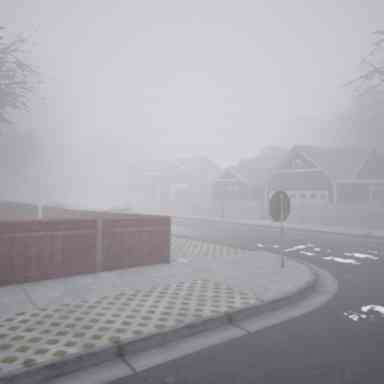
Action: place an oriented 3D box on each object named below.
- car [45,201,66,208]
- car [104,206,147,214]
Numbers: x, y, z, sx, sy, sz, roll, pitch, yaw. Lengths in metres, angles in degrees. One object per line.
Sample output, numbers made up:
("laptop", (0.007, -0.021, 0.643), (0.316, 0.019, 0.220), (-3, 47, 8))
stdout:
("car", (-18.586, 1.895, 45.290), (1.895, 1.301, 4.718), (-1, 1, -35))
("car", (-5.401, 1.787, 26.821), (1.895, 1.301, 4.718), (-1, 1, -36))
